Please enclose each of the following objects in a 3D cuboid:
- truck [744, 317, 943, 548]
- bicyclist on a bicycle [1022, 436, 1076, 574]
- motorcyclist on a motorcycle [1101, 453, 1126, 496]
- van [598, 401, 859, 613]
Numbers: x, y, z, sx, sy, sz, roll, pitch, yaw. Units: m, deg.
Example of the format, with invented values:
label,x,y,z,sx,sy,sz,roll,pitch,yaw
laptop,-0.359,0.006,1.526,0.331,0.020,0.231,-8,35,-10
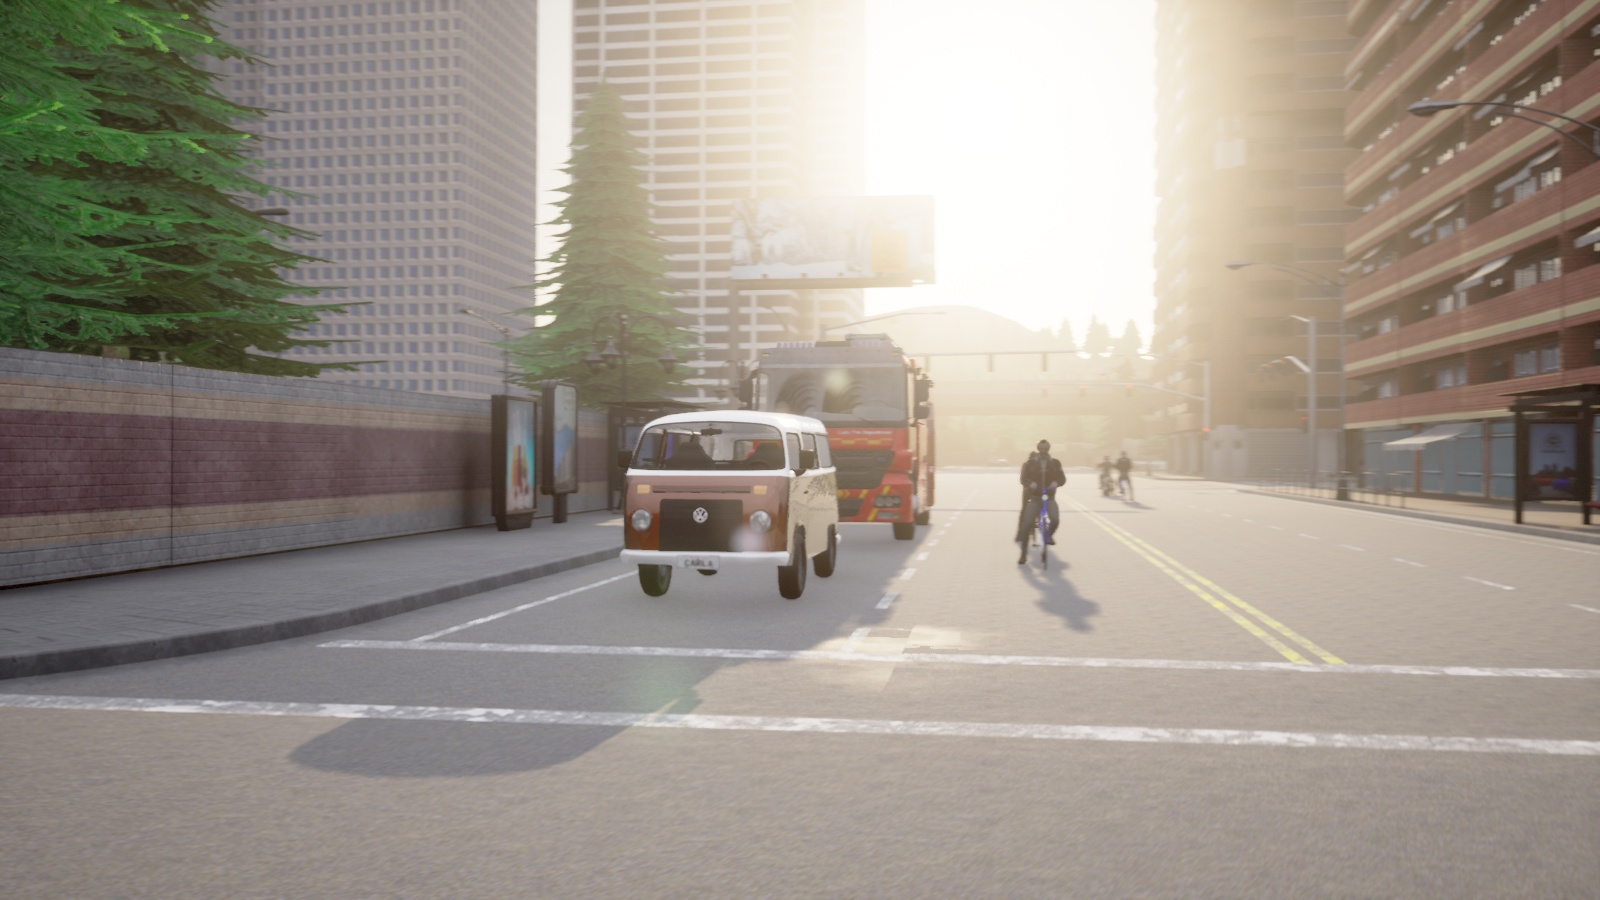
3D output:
label,x,y,z,sx,sy,sz,roll,pitch,yaw
truck,1.181,-0.267,25.221,2.891,3.827,8.468,0,0,9
bicyclist on a bicycle,3.372,0.719,17.081,0.659,1.776,1.843,0,-1,9
motorcyclist on a motorcycle,12.358,0.970,49.607,0.766,1.649,2.350,0,-1,9
van,-0.612,0.563,14.481,2.069,2.038,4.480,0,0,10
